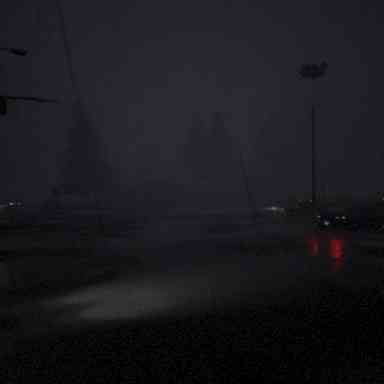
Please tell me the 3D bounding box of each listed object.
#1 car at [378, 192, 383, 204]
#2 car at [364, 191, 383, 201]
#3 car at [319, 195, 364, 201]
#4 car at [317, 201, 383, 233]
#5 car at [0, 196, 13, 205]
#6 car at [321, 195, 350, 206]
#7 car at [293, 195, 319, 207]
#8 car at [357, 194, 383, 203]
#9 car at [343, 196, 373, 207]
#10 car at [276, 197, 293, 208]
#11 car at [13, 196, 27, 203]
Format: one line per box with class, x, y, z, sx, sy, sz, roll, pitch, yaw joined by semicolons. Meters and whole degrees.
car;31.168;0.868;51.717;4.553;1.767;2.097;-1;1;-35
car;24.969;0.887;43.090;5.566;2.045;2.150;-1;1;-35
car;16.883;1.118;37.409;4.553;1.767;2.097;-1;0;-35
car;8.910;1.426;18.721;4.674;1.442;1.812;0;0;-36
car;-33.561;1.472;58.634;1.812;1.442;4.674;0;0;-18
car;21.056;1.227;48.896;4.181;1.385;1.994;-1;1;-35
car;14.863;1.117;40.268;4.553;1.767;2.097;-1;0;-35
car;29.315;1.113;54.693;4.718;1.301;1.895;-1;1;-35
car;22.932;1.230;45.936;4.181;1.385;1.994;-1;1;-35
car;12.821;1.328;43.111;4.181;1.385;1.994;-1;0;-35
car;-35.618;1.475;68.495;1.994;1.385;4.181;0;0;-11
